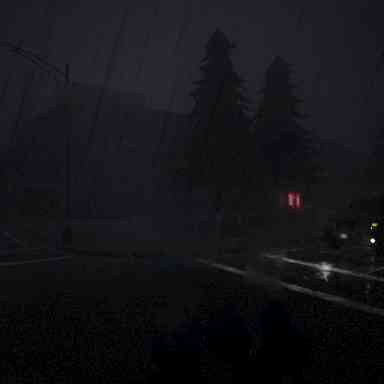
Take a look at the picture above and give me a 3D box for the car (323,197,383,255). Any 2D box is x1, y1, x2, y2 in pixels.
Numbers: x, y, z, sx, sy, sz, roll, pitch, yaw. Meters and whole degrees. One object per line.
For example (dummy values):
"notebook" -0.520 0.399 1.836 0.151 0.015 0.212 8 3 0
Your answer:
"car" 7.729 1.248 13.728 5.566 2.045 2.150 0 0 -37
